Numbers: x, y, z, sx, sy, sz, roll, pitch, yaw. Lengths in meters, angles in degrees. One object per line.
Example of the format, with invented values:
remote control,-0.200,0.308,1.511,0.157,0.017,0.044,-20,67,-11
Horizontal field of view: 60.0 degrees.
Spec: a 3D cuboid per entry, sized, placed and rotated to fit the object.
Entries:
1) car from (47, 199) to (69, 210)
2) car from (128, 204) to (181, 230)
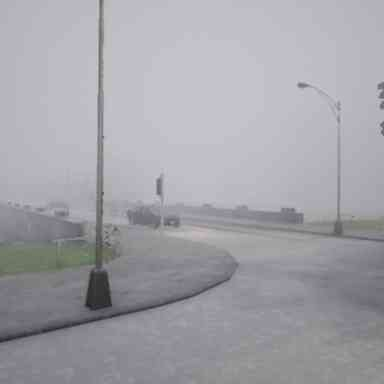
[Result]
car,-17.534,1.542,43.418,1.994,1.385,4.181,1,0,-36
car,-2.637,1.603,22.561,1.882,1.535,5.008,1,0,-36
